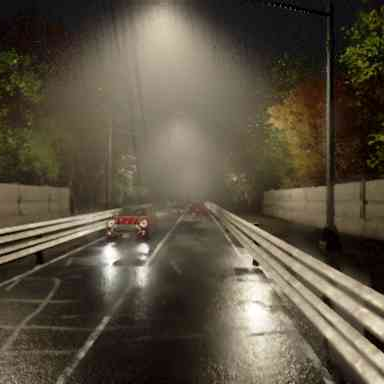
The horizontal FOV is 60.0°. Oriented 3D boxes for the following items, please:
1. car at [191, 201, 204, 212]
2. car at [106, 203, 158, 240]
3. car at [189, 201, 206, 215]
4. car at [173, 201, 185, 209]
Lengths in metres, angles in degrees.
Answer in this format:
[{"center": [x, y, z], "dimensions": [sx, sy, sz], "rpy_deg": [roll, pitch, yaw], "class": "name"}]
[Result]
[{"center": [0.803, 2.163, 50.531], "dimensions": [1.812, 1.442, 4.674], "rpy_deg": [0, -1, 1], "class": "car"}, {"center": [-3.077, 1.514, 17.888], "dimensions": [2.097, 1.767, 4.553], "rpy_deg": [0, -1, 1], "class": "car"}, {"center": [0.631, 1.921, 40.056], "dimensions": [1.882, 1.535, 5.008], "rpy_deg": [0, -1, 1], "class": "car"}, {"center": [-2.322, 2.394, 60.263], "dimensions": [2.033, 1.411, 5.357], "rpy_deg": [0, -1, 2], "class": "car"}]
